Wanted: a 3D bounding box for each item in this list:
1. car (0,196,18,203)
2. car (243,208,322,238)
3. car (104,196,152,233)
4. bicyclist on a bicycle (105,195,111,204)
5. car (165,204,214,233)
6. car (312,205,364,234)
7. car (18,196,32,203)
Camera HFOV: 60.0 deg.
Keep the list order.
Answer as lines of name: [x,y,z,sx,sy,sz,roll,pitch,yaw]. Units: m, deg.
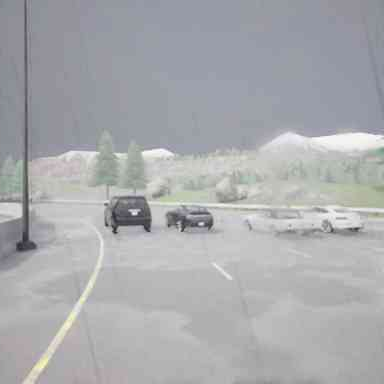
car: [-35.870,1.497,63.576,4.674,1.442,1.812,0,0,36]
car: [4.409,1.572,17.550,1.895,1.301,4.718,0,0,-16]
car: [-3.981,1.235,20.087,2.150,2.045,5.566,0,0,-21]
bicyclist on a bicycle: [-14.678,1.385,58.948,0.582,1.620,1.656,1,-21,37]
car: [-0.294,1.485,19.934,2.128,1.511,4.902,0,0,-19]
car: [7.599,1.480,18.987,1.812,1.442,4.674,0,0,-16]
car: [-33.827,1.513,66.418,4.181,1.385,1.994,0,0,36]
